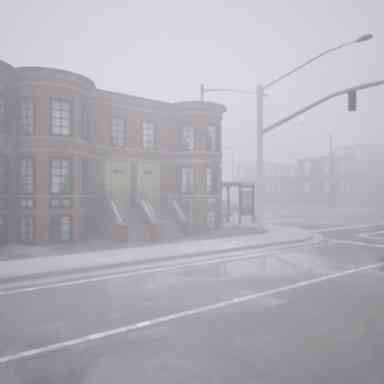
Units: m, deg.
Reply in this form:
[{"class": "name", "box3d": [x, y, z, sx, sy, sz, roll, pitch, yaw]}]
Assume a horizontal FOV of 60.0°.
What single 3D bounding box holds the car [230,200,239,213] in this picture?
[{"class": "car", "box3d": [3.784, 1.541, 37.841, 1.882, 1.535, 5.008, 0, 0, -35]}]
